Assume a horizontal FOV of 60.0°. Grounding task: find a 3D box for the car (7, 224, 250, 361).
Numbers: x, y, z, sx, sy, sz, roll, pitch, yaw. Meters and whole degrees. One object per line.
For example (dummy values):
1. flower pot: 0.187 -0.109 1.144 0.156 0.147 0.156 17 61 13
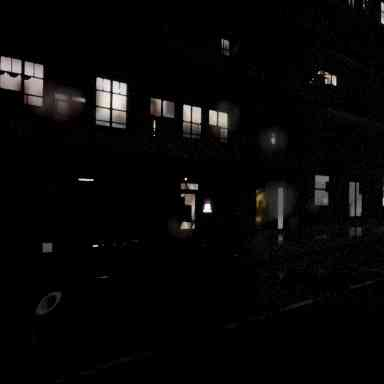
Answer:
1. car: -0.942 1.441 5.876 4.097 1.590 1.967 0 1 -36
